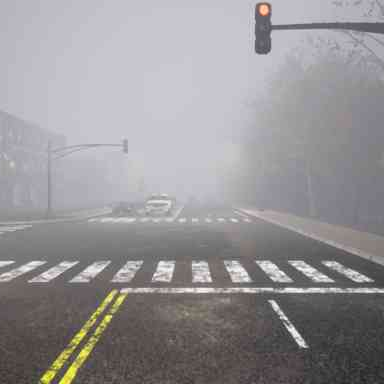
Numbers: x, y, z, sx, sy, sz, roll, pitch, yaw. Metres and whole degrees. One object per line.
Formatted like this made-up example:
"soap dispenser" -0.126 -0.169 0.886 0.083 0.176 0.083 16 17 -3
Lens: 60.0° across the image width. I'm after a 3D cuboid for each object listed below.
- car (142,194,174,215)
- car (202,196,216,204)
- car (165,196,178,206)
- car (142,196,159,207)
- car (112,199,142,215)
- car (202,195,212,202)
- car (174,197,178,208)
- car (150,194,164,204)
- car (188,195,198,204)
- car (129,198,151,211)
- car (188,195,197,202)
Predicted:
"car" -3.306 1.211 33.747 2.150 2.045 5.566 0 0 0
"car" 3.417 1.577 62.524 1.895 1.301 4.718 0 0 0
"car" -3.280 1.485 53.953 1.837 1.490 4.892 0 0 0
"car" -6.529 1.473 52.562 2.128 1.511 4.902 0 0 0
"car" -6.560 1.591 33.155 1.895 1.301 4.718 0 0 0
"car" 3.330 1.510 74.753 2.033 1.411 5.357 0 0 0
"car" -3.294 1.586 43.804 1.895 1.301 4.718 0 0 1
"car" -6.490 1.330 62.372 2.097 1.767 4.553 0 0 0
"car" 0.164 1.469 61.725 2.128 1.511 4.902 0 0 0
"car" -6.541 1.550 42.261 1.994 1.385 4.181 0 0 1
"car" 0.082 1.447 75.030 1.882 1.535 5.008 0 0 0
